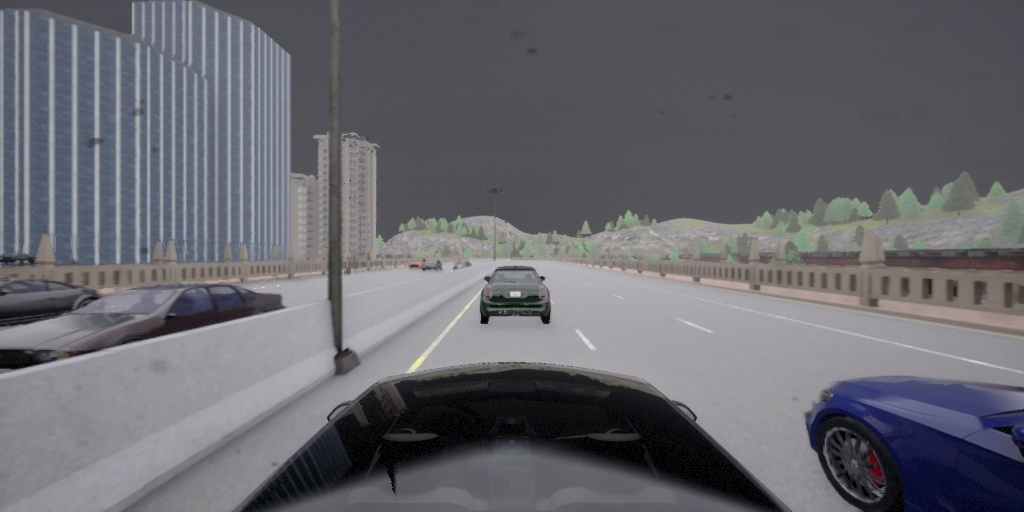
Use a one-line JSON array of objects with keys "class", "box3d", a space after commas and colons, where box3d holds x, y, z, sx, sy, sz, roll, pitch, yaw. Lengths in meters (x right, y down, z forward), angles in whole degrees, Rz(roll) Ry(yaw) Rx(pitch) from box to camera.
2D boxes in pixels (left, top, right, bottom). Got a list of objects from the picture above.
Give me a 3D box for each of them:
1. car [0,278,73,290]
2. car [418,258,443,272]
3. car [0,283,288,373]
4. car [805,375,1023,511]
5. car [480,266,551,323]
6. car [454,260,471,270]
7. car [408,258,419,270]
[{"class": "car", "box3d": [-14.101, 1.315, 9.783, 1.994, 1.385, 4.181, 0, 0, 0]}, {"class": "car", "box3d": [-10.330, 1.260, 46.939, 1.837, 1.490, 4.892, 0, -1, 2]}, {"class": "car", "box3d": [-7.102, 1.298, 7.515, 2.033, 1.411, 5.357, 0, 0, 0]}, {"class": "car", "box3d": [3.601, 1.276, 1.307, 1.812, 1.442, 4.674, 0, 0, 0]}, {"class": "car", "box3d": [0.098, 1.103, 12.316, 2.097, 1.767, 4.553, 0, 0, 0]}, {"class": "car", "box3d": [-6.764, 1.243, 49.426, 2.128, 1.511, 4.902, 0, 0, 2]}, {"class": "car", "box3d": [-13.658, 1.106, 52.679, 2.097, 1.767, 4.553, 0, 0, 2]}]
